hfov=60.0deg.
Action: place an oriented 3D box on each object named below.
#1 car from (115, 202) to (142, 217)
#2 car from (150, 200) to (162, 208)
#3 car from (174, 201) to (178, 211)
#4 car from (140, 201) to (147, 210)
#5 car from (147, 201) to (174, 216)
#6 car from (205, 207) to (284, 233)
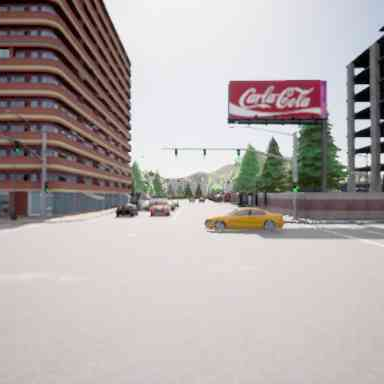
[{"bbox_3d":[-7.094,2.058,36.780,1.895,1.301,4.718,0,-1,0],"label":"car"},{"bbox_3d":[-7.004,2.373,65.221,1.994,1.385,4.181,0,-1,0],"label":"car"},{"bbox_3d":[-3.585,2.183,49.909,1.994,1.385,4.181,0,-1,0],"label":"car"},{"bbox_3d":[-7.086,2.103,49.245,2.128,1.511,4.902,0,-1,0],"label":"car"},{"bbox_3d":[-3.592,1.832,38.633,2.097,1.767,4.553,0,-1,0],"label":"car"},{"bbox_3d":[3.339,1.749,21.417,5.008,1.535,1.882,0,-1,0],"label":"car"}]
